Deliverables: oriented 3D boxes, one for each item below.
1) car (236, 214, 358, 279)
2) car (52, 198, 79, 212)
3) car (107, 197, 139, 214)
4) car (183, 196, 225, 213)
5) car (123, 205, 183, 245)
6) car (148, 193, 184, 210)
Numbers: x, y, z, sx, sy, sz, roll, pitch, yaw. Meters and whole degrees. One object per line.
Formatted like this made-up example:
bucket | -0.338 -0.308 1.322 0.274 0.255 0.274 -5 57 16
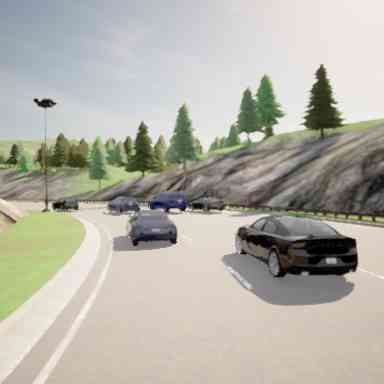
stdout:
car | 2.770 1.400 9.969 1.882 1.535 5.008 0 0 -9
car | -15.206 1.495 39.778 2.128 1.511 4.902 0 0 -41
car | -7.238 1.283 34.753 2.097 1.767 4.553 -1 0 -33
car | 1.467 1.318 34.799 2.128 1.511 4.902 -1 0 -30
car | -1.966 1.518 15.484 1.994 1.385 4.181 -1 0 -14
car | -2.627 1.096 35.198 2.150 2.045 5.566 0 0 -32
